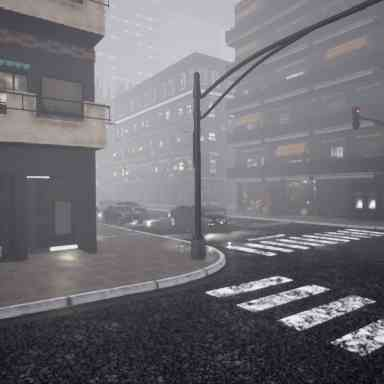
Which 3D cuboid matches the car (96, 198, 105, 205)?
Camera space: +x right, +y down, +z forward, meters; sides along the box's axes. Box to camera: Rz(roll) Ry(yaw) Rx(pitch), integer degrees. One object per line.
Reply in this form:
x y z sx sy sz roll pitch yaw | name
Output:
-12.031 1.572 38.216 1.812 1.442 4.674 -1 1 -36 | car

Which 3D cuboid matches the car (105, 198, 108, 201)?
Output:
-11.915 1.524 47.247 1.887 1.381 4.507 -1 1 -36 | car

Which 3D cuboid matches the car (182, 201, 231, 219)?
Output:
1.211 1.517 29.187 2.008 1.369 4.403 -1 1 -36 | car

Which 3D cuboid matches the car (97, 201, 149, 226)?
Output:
-5.163 1.635 24.555 1.947 1.339 4.313 -1 1 -36 | car

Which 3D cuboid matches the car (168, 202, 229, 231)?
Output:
0.290 1.538 21.244 1.837 1.490 4.892 -1 0 -36 | car

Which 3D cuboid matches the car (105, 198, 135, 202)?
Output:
-5.580 1.544 29.323 1.837 1.490 4.892 -1 1 -36 | car
